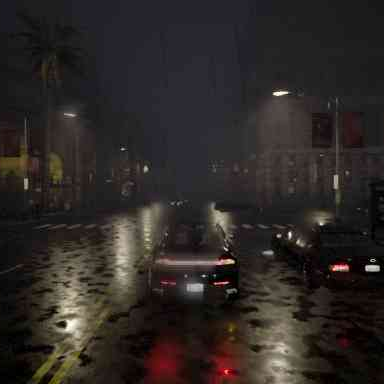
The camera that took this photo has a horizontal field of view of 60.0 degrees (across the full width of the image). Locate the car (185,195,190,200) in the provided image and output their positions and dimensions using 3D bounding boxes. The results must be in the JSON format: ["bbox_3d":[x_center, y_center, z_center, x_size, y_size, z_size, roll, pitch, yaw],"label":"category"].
[{"bbox_3d":[-1.856,1.478,94.983,1.882,1.535,5.008,0,0,13],"label":"car"}]

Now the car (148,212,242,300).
[{"bbox_3d":[0.063,1.492,8.347,2.128,1.511,4.902,0,0,0],"label":"car"}]

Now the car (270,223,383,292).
[{"bbox_3d":[3.567,1.547,9.047,2.033,1.411,5.357,0,0,0],"label":"car"}]

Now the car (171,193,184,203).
[{"bbox_3d":[-3.465,1.540,71.858,2.033,1.411,5.357,0,0,0],"label":"car"}]

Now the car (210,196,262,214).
[{"bbox_3d":[4.769,1.491,34.694,4.902,1.511,2.128,0,0,27],"label":"car"}]

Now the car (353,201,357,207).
[{"bbox_3d":[26.061,1.477,48.209,5.008,1.535,1.882,0,0,0],"label":"car"}]

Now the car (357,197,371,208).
[{"bbox_3d":[25.441,1.505,44.699,4.892,1.490,1.837,0,0,0],"label":"car"}]
